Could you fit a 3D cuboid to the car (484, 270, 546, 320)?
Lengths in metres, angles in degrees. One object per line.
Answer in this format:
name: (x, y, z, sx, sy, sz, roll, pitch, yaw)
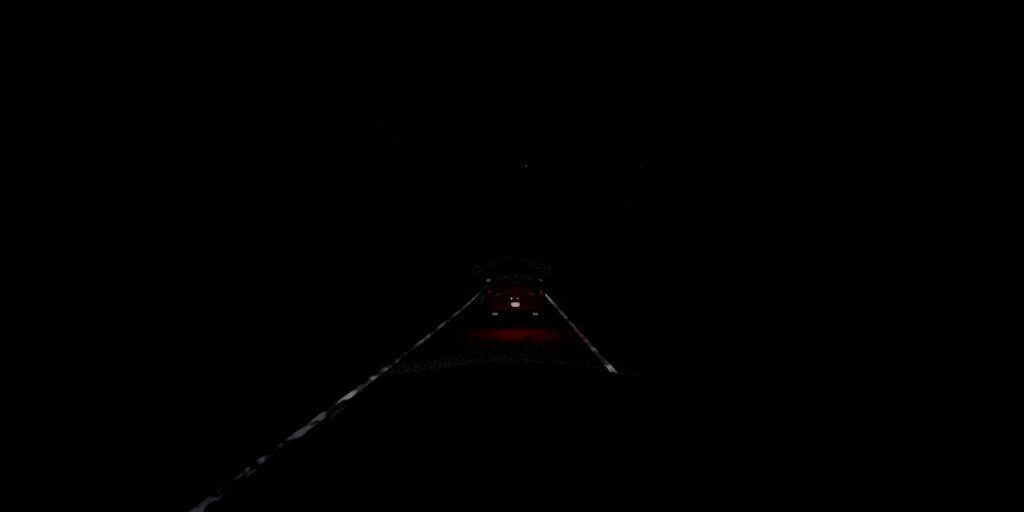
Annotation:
car: (0.096, 1.230, 12.678, 1.882, 1.535, 5.008, 0, 0, 0)
